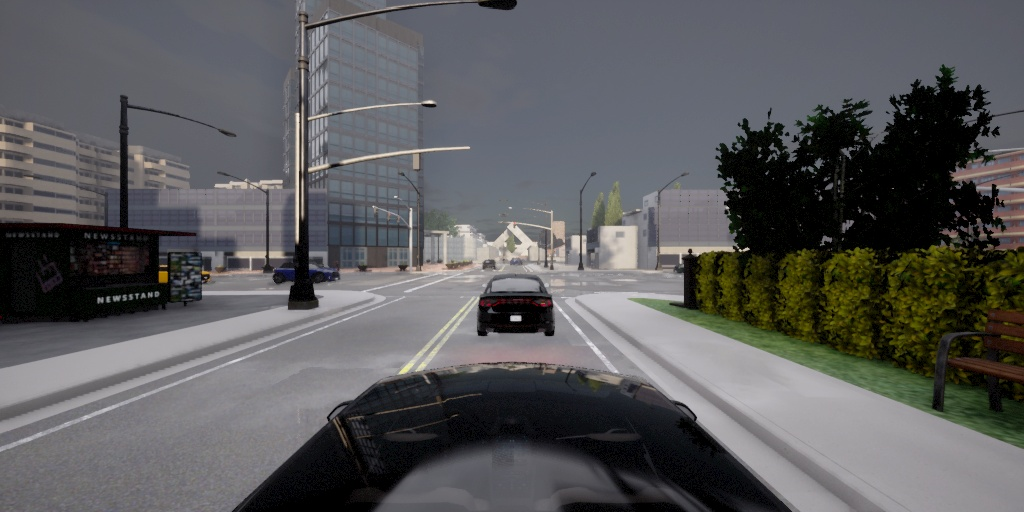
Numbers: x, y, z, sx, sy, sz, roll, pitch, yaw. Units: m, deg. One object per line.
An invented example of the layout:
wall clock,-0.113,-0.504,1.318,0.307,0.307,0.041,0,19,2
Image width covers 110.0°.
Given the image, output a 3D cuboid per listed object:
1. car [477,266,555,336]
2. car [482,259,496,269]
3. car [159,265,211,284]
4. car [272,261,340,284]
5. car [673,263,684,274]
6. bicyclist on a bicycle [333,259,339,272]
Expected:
car,0.109,1.228,10.391,1.882,1.535,5.008,0,0,1
car,-3.380,1.227,54.173,1.882,1.535,5.008,0,0,0
car,-26.398,1.454,27.957,5.008,1.535,1.882,-1,0,0
car,-15.945,1.205,27.996,4.553,1.767,2.097,-1,0,0
car,19.988,1.057,38.837,4.553,1.767,2.097,0,0,0
bicyclist on a bicycle,-21.823,1.216,44.450,0.582,1.620,1.656,-1,0,0
